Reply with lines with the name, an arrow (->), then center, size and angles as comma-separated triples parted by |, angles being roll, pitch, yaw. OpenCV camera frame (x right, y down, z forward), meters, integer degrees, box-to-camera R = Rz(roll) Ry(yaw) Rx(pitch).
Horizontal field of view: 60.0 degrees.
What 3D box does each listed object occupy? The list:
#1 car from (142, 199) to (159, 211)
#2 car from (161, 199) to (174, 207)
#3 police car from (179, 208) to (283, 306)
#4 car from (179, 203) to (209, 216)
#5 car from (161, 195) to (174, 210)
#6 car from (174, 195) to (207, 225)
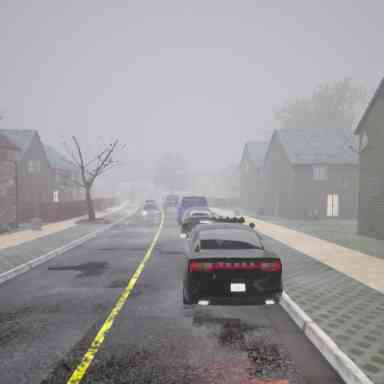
car -> -5.296, 1.641, 42.593 | 1.837, 1.490, 4.892 | 0, 0, -7
car -> -4.198, 1.812, 56.051 | 1.895, 1.301, 4.718 | 0, 0, -9
police car -> 0.721, 1.425, 8.248 | 1.930, 1.638, 5.238 | 0, 0, -1
car -> 0.354, 1.544, 18.197 | 1.812, 1.442, 4.674 | 0, 0, -3
car -> -2.683, 1.354, 44.578 | 2.150, 2.045, 5.566 | 0, 0, -7
car -> 0.003, 1.262, 24.257 | 2.150, 2.045, 5.566 | 0, 0, -4
